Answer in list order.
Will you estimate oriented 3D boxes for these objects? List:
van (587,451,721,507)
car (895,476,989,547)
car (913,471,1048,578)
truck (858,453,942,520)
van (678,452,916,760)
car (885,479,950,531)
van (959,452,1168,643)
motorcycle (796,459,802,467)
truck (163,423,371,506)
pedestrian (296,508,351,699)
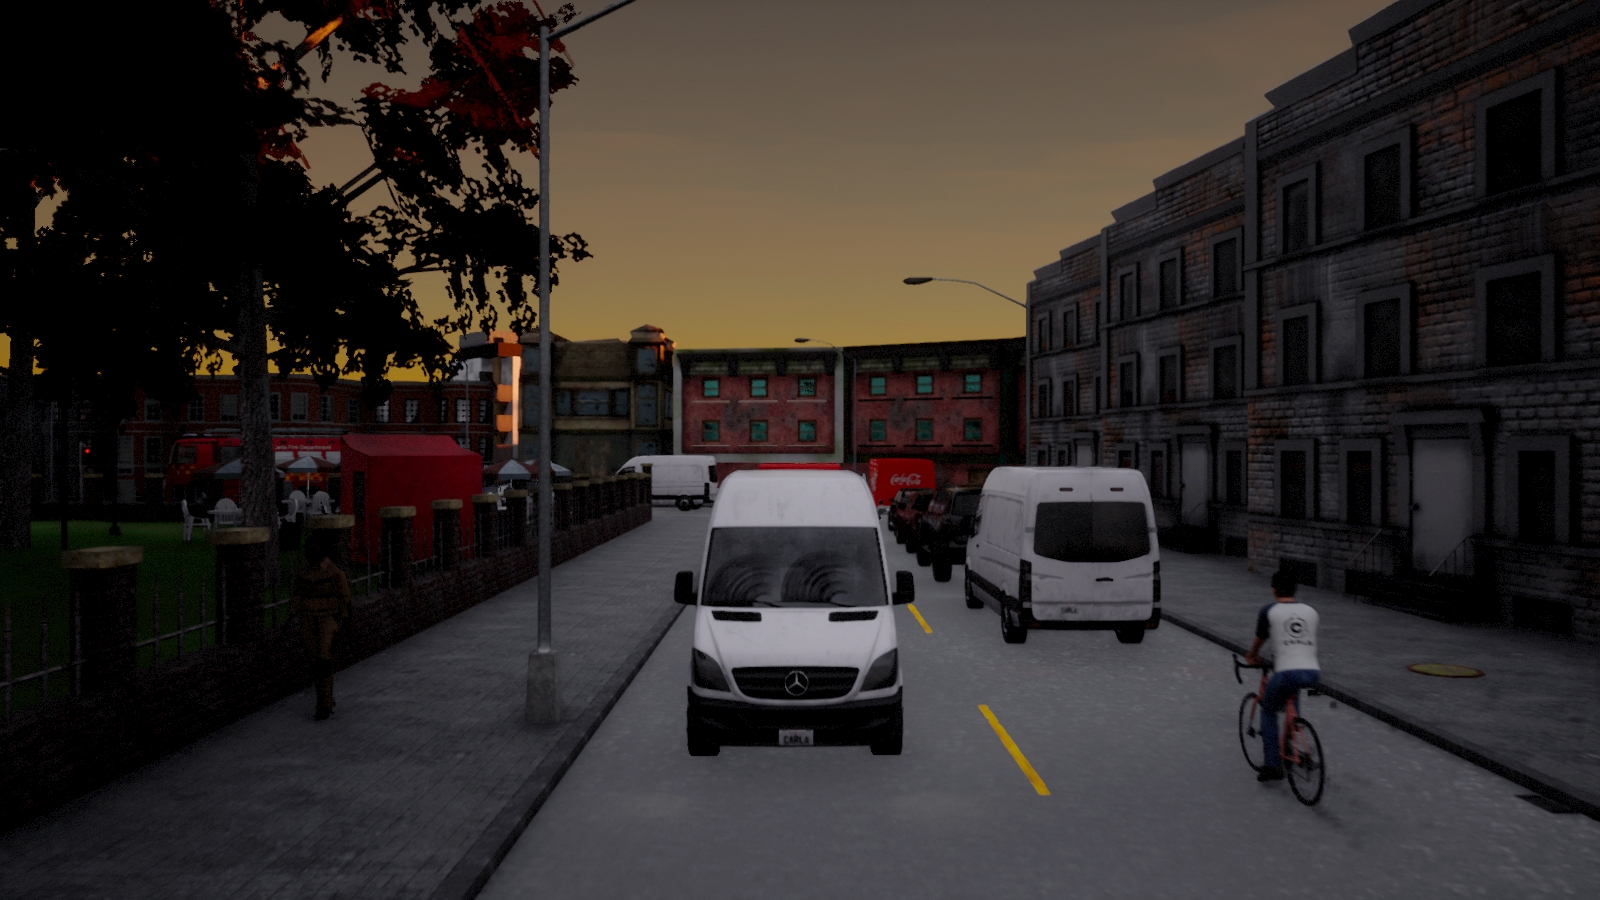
[{"bbox_3d":[-6.830,1.316,53.733,5.915,2.561,1.988,0,0,10],"label":"van"},{"bbox_3d":[3.951,1.686,32.599,2.097,1.767,4.553,0,0,0],"label":"car"},{"bbox_3d":[3.904,1.560,25.804,2.150,2.045,5.566,0,0,0],"label":"car"},{"bbox_3d":[3.826,1.350,44.765,2.627,2.467,5.204,0,0,-2],"label":"truck"},{"bbox_3d":[-0.053,1.314,12.524,1.988,2.561,5.915,0,0,-1],"label":"van"},{"bbox_3d":[3.898,1.806,38.397,1.789,1.549,3.705,0,0,0],"label":"car"},{"bbox_3d":[3.965,1.315,18.381,1.988,2.561,5.915,0,0,0],"label":"van"},{"bbox_3d":[-0.159,1.964,178.481,0.856,1.236,1.805,0,0,0],"label":"motorcycle"},{"bbox_3d":[-24.979,0.671,53.846,8.468,3.827,2.891,0,0,-1],"label":"truck"},{"bbox_3d":[-4.771,1.525,11.451,0.375,1.860,0.375,0,0,4],"label":"pedestrian"}]
